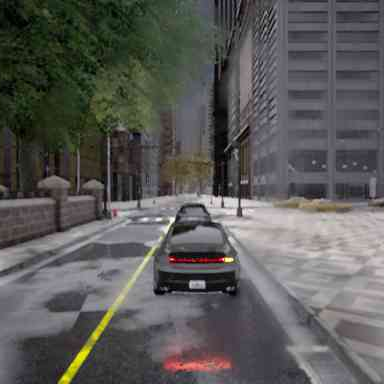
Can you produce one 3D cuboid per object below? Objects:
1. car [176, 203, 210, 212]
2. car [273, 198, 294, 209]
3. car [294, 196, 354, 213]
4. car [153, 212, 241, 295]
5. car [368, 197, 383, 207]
[{"bbox_3d":[0.068,1.389,18.775,2.033,1.649,4.856,0,0,0],"label":"car"},{"bbox_3d":[12.042,1.222,39.248,4.829,1.417,1.752,-1,1,0],"label":"car"},{"bbox_3d":[12.358,1.258,30.722,4.829,1.417,1.752,-1,1,0],"label":"car"},{"bbox_3d":[0.099,1.484,8.645,1.837,1.490,4.892,0,0,0],"label":"car"},{"bbox_3d":[23.383,1.037,39.202,4.829,1.417,1.752,-1,1,0],"label":"car"}]
